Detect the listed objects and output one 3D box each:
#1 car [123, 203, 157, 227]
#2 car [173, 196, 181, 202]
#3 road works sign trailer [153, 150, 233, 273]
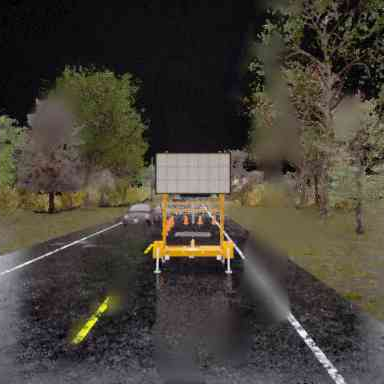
[{"bbox_3d":[-3.530,1.544,23.291,1.812,1.442,4.674,0,0,0],"label":"car"},{"bbox_3d":[-3.279,1.689,73.633,2.033,1.411,5.357,0,0,0],"label":"car"},{"bbox_3d":[0.036,0.469,10.689,2.380,3.560,2.880,0,0,0],"label":"road works sign trailer"}]
